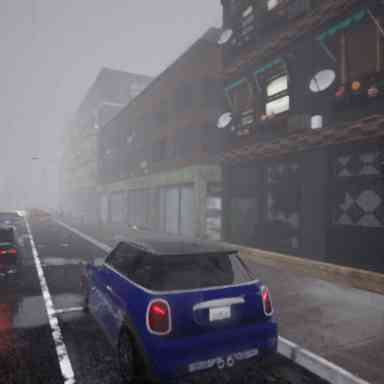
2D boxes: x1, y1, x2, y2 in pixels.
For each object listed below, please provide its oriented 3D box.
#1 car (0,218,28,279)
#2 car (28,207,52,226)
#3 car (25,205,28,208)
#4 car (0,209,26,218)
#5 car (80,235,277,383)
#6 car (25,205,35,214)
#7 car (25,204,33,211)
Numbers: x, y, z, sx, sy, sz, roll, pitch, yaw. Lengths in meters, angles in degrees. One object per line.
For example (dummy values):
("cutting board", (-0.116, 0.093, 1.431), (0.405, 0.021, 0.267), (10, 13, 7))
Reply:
("car", (-6.405, 1.797, 10.619), (1.837, 1.490, 4.892), (2, -2, -27))
("car", (-14.142, 2.427, 31.296), (1.752, 1.417, 4.829), (2, -2, -27))
("car", (-29.543, 3.272, 61.199), (2.008, 1.369, 4.403), (2, -2, -27))
("car", (-14.246, 2.259, 25.840), (2.033, 1.411, 5.357), (2, -2, -27))
("car", (-0.625, 1.563, 5.984), (2.097, 1.767, 4.553), (2, -2, -27))
("car", (-19.224, 2.717, 41.163), (1.887, 1.381, 4.507), (2, -2, -27))
("car", (-39.940, 3.798, 81.388), (1.752, 1.417, 4.829), (2, -2, -27))
